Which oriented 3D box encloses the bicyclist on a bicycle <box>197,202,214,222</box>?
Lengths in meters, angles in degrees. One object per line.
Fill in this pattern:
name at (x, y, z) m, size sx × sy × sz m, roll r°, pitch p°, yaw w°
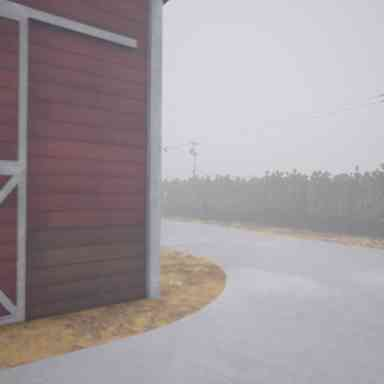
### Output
bicyclist on a bicycle at (1.075, 1.631, 26.724) m, size 1.656 × 1.620 × 0.582 m, roll 1°, pitch -1°, yaw -32°
